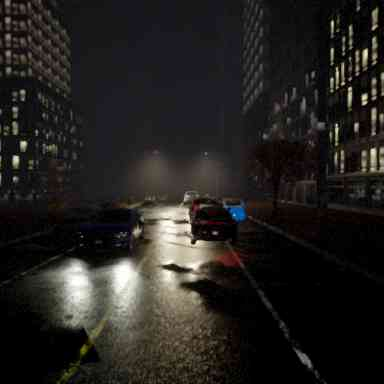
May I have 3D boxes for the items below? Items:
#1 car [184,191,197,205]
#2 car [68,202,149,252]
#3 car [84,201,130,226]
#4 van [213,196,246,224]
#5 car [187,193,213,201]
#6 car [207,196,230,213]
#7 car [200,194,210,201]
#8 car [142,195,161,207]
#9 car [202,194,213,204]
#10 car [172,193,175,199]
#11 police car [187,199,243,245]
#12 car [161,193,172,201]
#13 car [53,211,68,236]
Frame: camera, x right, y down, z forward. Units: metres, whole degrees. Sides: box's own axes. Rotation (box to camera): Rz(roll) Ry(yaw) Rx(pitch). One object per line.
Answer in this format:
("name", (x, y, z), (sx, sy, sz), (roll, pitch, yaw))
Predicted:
("car", (-0.067, 0.906, 50.335), (2.150, 2.045, 5.566), (0, 0, 0))
("car", (-3.118, 1.386, 13.590), (1.882, 1.535, 5.008), (0, 0, 0))
("car", (-5.733, 1.400, 22.957), (2.008, 1.369, 4.403), (-1, 0, 0))
("van", (2.643, 1.191, 22.967), (1.690, 1.788, 3.998), (-1, 0, 0))
("car", (0.855, 1.188, 25.062), (2.097, 1.767, 4.553), (0, 0, 0))
("car", (2.630, 1.220, 34.217), (1.967, 1.590, 4.097), (-1, 0, 0))
("car", (2.587, 1.150, 67.967), (1.947, 1.339, 4.313), (-1, 0, 0))
("car", (-5.763, 1.263, 45.456), (2.008, 1.369, 4.403), (-1, 0, 0))
("car", (2.602, 1.172, 56.888), (1.752, 1.417, 4.829), (-1, 0, 0))
("car", (-5.816, 1.037, 84.830), (1.887, 1.381, 4.507), (-1, 0, 0))
("police car", (0.880, 1.324, 15.200), (1.930, 1.638, 5.238), (0, 0, 0))
("car", (-5.795, 1.024, 67.955), (1.967, 1.590, 4.097), (-1, 0, 0))
("car", (-5.725, 1.435, 17.332), (2.008, 1.369, 4.403), (-1, 0, 0))
